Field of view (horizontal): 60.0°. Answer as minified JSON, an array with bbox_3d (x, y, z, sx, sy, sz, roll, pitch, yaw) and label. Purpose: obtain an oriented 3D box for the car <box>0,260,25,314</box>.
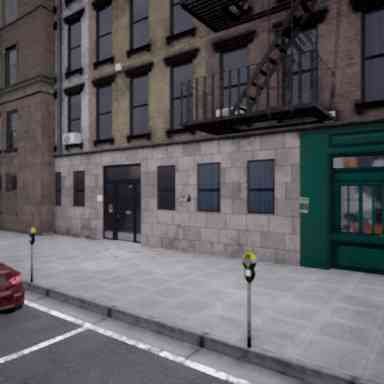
[{"bbox_3d":[-4.758,1.583,6.240,4.206,1.307,1.802,0,0,36],"label":"car"}]
